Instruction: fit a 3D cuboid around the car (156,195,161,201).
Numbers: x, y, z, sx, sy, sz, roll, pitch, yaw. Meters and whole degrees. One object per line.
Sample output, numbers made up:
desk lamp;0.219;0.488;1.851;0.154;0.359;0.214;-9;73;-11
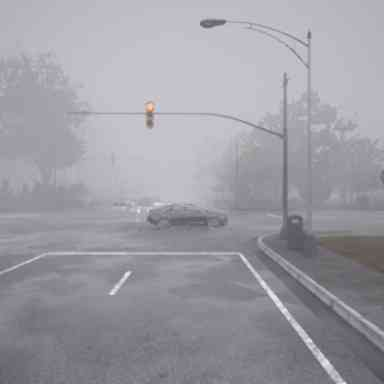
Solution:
car;-7.270;1.361;66.953;2.128;1.511;4.902;0;0;-1

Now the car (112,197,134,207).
car;-10.639;1.484;50.603;2.033;1.411;5.357;0;0;0

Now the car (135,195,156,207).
car;-7.139;1.439;51.216;1.837;1.490;4.892;0;0;0

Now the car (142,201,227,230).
car;-0.309;1.470;20.217;4.902;1.511;2.128;0;0;-3
